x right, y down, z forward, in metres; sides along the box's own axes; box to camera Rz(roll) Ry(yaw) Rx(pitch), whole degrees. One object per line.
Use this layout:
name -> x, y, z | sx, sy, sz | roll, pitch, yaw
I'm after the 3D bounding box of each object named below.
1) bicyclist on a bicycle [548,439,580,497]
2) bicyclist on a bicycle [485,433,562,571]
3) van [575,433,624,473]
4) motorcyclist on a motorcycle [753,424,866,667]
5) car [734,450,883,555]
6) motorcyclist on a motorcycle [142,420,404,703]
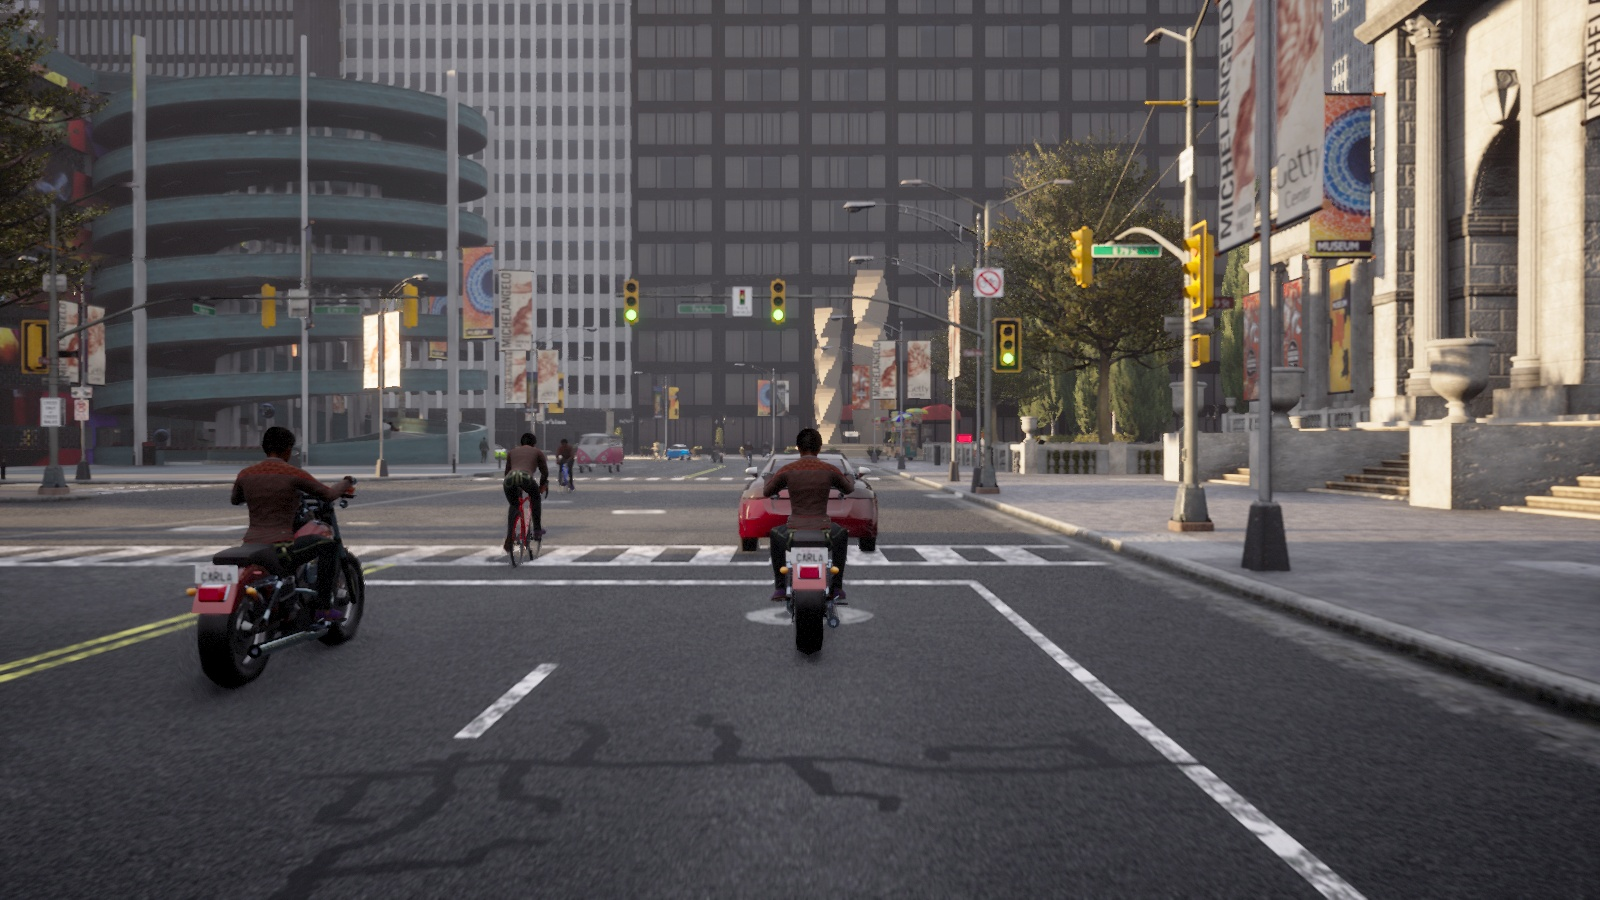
bicyclist on a bicycle -> -6.778, 0.490, 36.134 | 0.582, 1.620, 1.656 | 0, 1, 0
bicyclist on a bicycle -> -3.396, 0.609, 15.550 | 0.582, 1.620, 1.656 | 0, 0, 0
van -> -10.126, 0.133, 63.610 | 1.775, 1.987, 4.442 | 0, 0, 0
motorcyclist on a motorcycle -> 0.071, 0.642, 9.699 | 0.766, 1.649, 2.350 | 0, 0, 0
car -> 0.123, 0.704, 18.892 | 1.994, 1.385, 4.181 | 0, 0, 0
motorcyclist on a motorcycle -> -3.436, 0.646, 8.481 | 0.766, 1.649, 2.350 | 0, 0, 0
